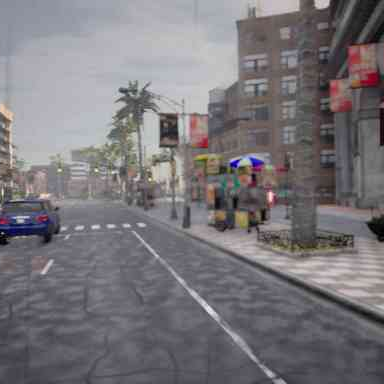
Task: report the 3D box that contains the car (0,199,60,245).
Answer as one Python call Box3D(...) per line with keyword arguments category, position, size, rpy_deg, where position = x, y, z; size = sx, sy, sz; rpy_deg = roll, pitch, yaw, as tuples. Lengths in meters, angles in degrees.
Box3D(category="car", position=(-8.122, 1.366, 16.981), size=(2.150, 2.045, 5.566), rpy_deg=(-1, 0, -16))
